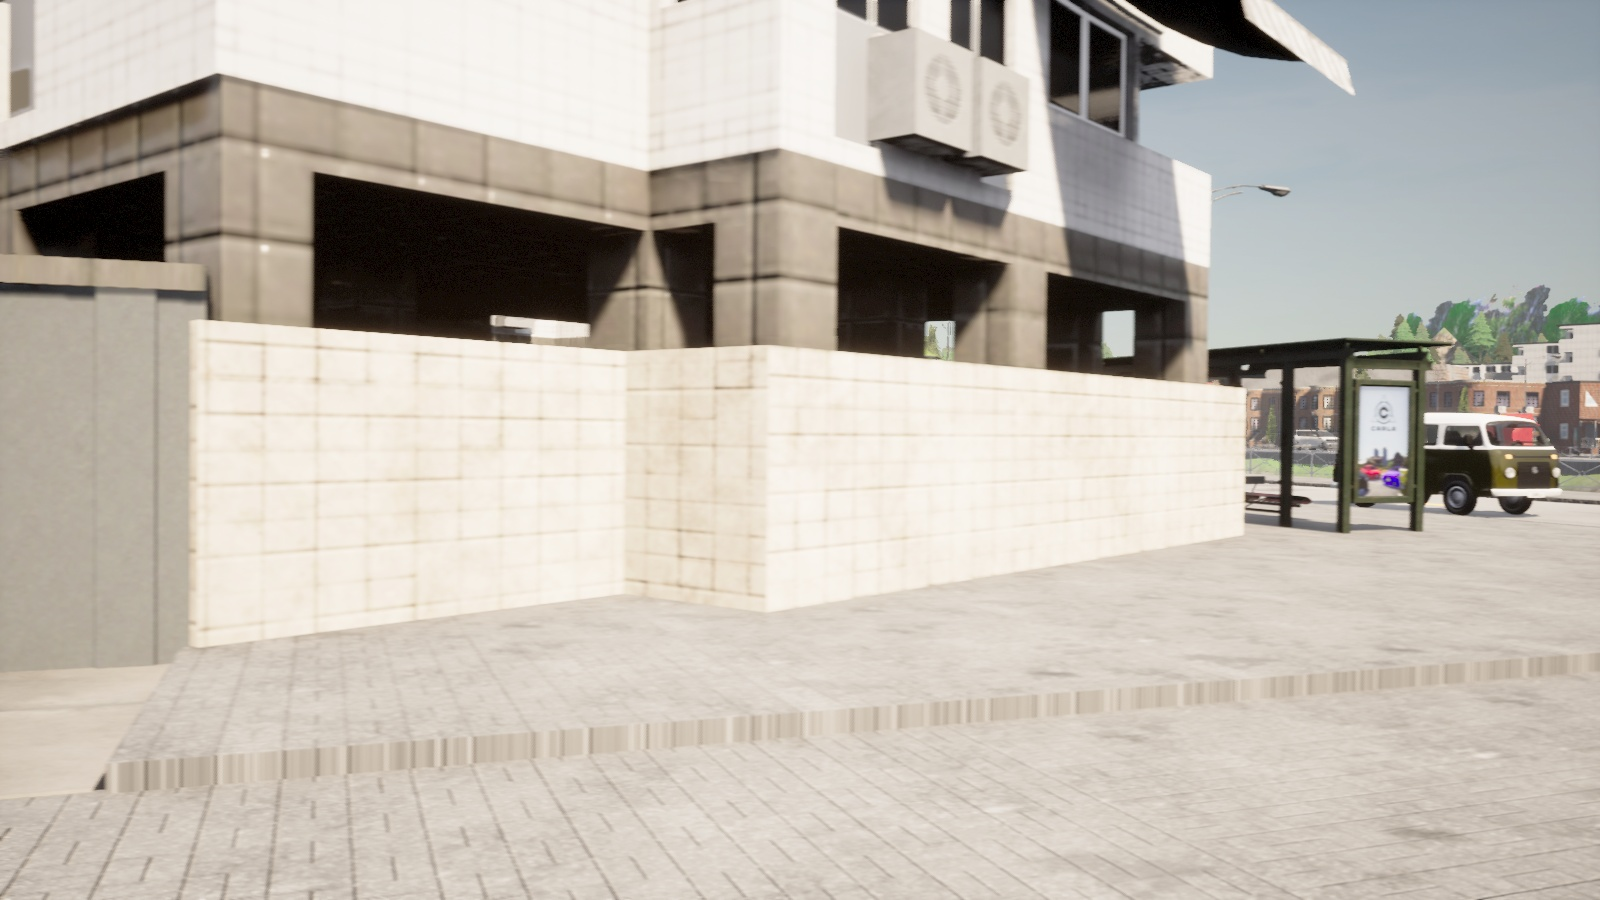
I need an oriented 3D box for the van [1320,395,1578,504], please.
[{"bbox_3d":[13.222,-0.043,25.915,2.069,2.038,4.480,-1,1,-21],"label":"van"}]
